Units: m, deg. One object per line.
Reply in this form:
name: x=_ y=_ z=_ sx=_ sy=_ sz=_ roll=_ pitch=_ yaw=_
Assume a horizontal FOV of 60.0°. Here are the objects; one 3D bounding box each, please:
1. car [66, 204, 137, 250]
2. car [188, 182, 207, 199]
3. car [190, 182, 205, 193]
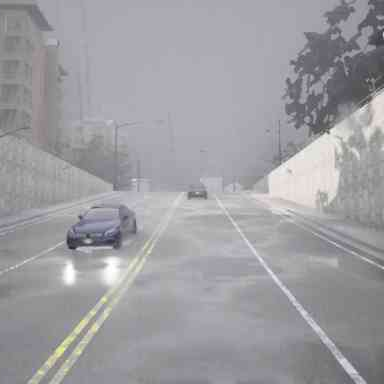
car: x=-3.441 y=1.250 z=13.472 sx=1.812 sy=1.442 sz=4.674 roll=0 pitch=3 yaw=1
car: x=0.563 y=-0.081 z=34.271 sx=1.994 sy=1.385 sz=4.181 roll=0 pitch=4 yaw=1
car: x=0.711 y=-0.639 z=44.305 sx=1.895 sy=1.301 sz=4.718 roll=0 pitch=2 yaw=1
